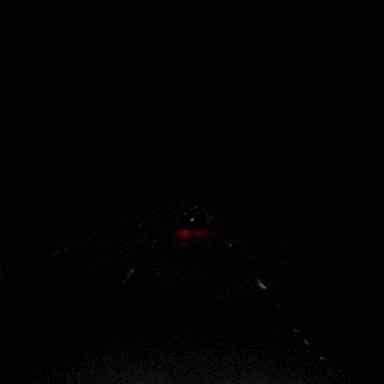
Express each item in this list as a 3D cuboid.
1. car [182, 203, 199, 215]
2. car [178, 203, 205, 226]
[{"bbox_3d":[-0.181,2.063,41.962,1.994,1.385,4.181,0,-1,-1],"label":"car"},{"bbox_3d":[-0.003,1.759,25.544,2.128,1.511,4.902,0,-1,0],"label":"car"}]
